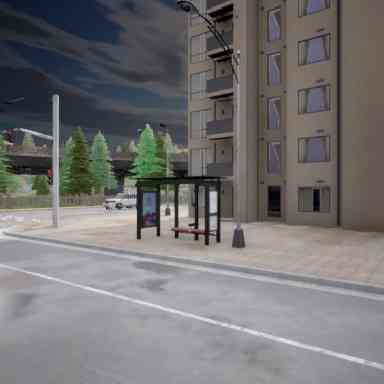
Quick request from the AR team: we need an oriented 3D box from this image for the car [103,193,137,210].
[{"bbox_3d":[-8.432,1.165,41.562,2.150,2.045,5.566,0,0,38],"label":"car"}]
